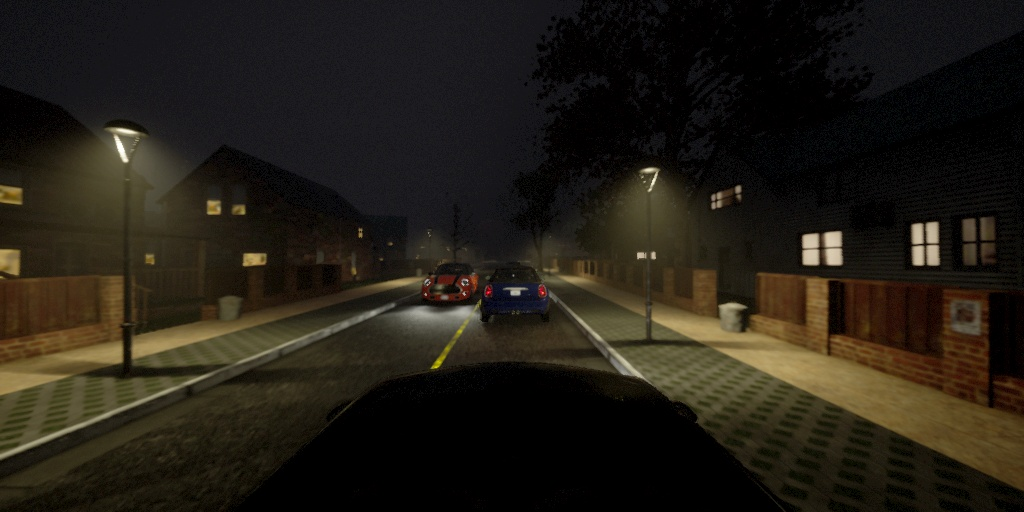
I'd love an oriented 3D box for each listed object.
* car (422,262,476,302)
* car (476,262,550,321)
[{"bbox_3d":[-2.746,1.102,16.852,2.097,1.767,4.553,0,0,0],"label":"car"},{"bbox_3d":[0.103,1.093,12.532,2.097,1.767,4.553,0,0,0],"label":"car"}]
